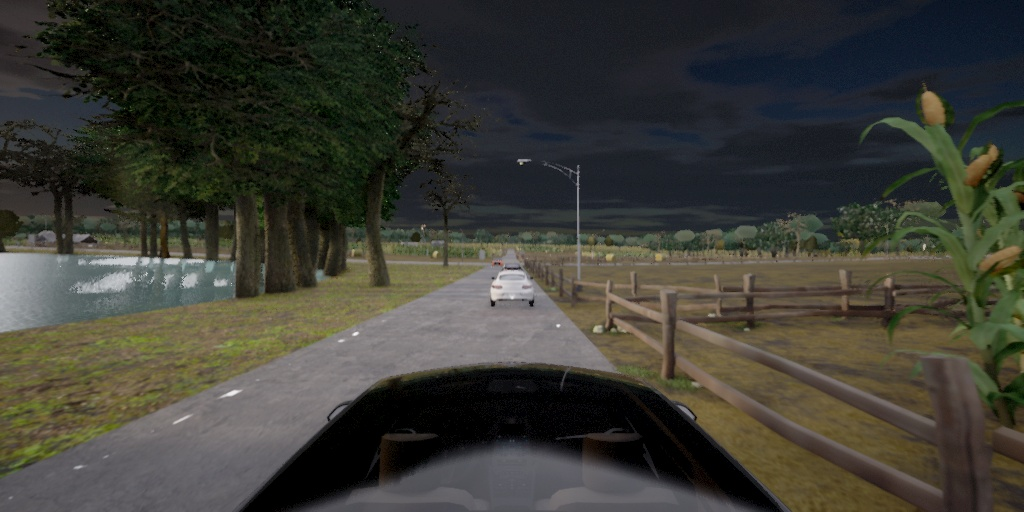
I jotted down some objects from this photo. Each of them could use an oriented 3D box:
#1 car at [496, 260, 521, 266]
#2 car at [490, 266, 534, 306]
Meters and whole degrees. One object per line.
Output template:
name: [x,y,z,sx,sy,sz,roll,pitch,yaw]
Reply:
car: [0.029,1.351,31.127,2.128,1.511,4.902,0,0,0]
car: [0.017,1.365,16.213,1.812,1.442,4.674,0,0,0]
